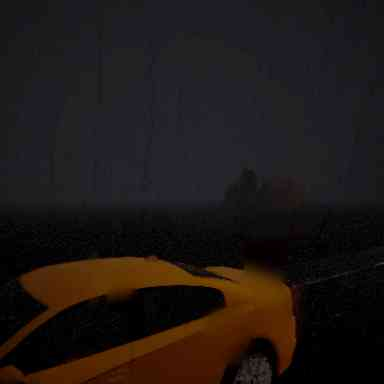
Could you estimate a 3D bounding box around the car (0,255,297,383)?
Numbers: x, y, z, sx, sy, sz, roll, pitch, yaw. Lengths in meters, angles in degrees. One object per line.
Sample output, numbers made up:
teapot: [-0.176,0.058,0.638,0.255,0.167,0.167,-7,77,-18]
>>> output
car: [-1.113,1.472,3.199,5.008,1.535,1.882,0,0,-36]
